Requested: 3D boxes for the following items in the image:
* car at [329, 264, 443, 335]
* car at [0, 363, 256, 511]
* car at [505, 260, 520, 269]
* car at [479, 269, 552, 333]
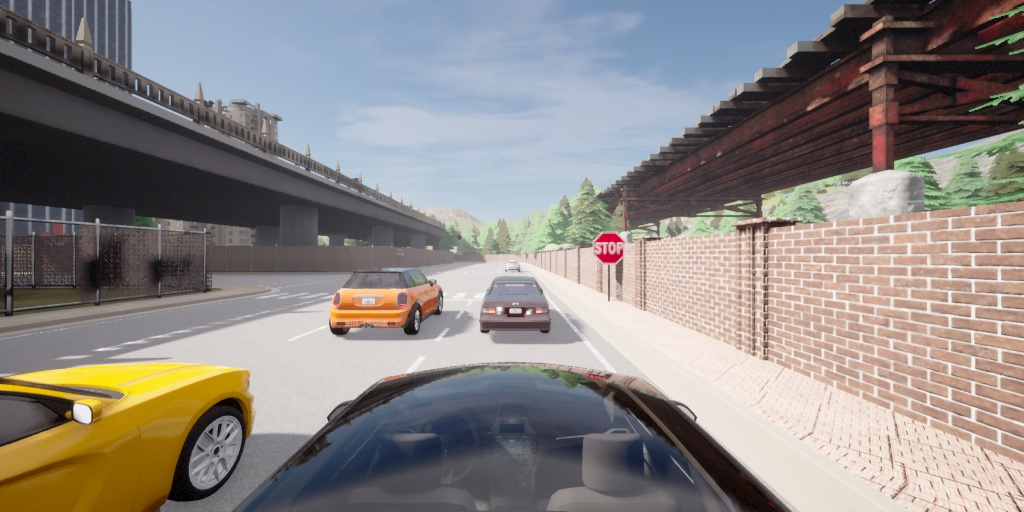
[{"bbox_3d":[-3.423,1.102,10.670,2.097,1.767,4.553,0,0,0],"label":"car"},{"bbox_3d":[-3.399,1.228,1.413,1.882,1.535,5.008,0,0,0],"label":"car"},{"bbox_3d":[0.086,1.276,45.545,1.812,1.442,4.674,0,0,-1],"label":"car"},{"bbox_3d":[0.078,1.297,10.693,2.033,1.411,5.357,0,0,0],"label":"car"}]
